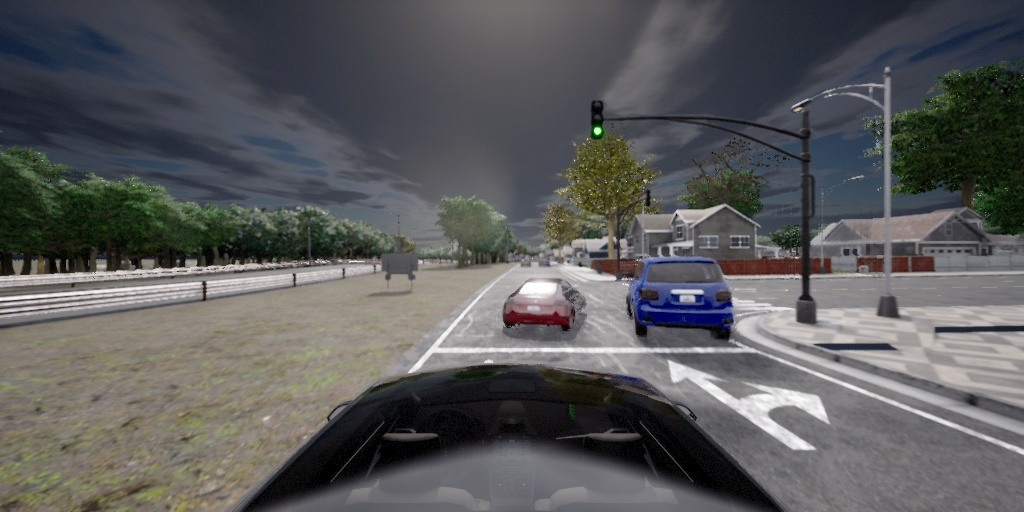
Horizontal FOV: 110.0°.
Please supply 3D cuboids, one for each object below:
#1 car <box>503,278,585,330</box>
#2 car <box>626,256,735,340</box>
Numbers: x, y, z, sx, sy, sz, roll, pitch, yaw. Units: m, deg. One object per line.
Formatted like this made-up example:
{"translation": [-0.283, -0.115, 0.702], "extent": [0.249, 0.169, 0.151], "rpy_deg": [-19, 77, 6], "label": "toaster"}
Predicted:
{"translation": [1.156, 1.388, 11.577], "extent": [1.994, 1.385, 4.181], "rpy_deg": [0, 0, 17], "label": "car"}
{"translation": [4.626, 1.039, 10.491], "extent": [2.150, 2.045, 5.566], "rpy_deg": [-1, 0, 16], "label": "car"}
